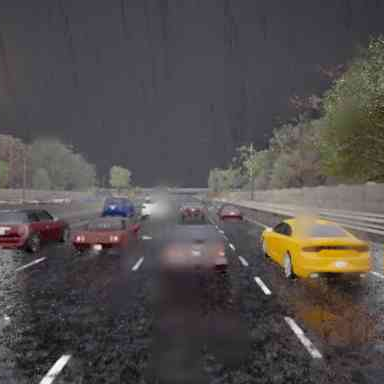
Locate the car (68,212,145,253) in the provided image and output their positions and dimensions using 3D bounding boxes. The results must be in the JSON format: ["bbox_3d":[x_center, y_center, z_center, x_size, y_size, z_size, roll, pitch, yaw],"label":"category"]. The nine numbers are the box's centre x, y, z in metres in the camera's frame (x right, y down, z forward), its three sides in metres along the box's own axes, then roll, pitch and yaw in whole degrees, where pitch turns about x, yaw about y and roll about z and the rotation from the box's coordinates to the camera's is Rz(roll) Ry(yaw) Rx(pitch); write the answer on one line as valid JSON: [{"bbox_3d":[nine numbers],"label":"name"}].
[{"bbox_3d":[-3.404,1.732,14.241,1.895,1.301,4.718,0,-1,0],"label":"car"}]

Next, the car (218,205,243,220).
[{"bbox_3d":[3.491,1.846,30.939,1.994,1.385,4.181,0,-1,0],"label":"car"}]

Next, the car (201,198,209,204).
[{"bbox_3d":[3.476,2.362,87.684,1.837,1.490,4.892,0,-1,0],"label":"car"}]

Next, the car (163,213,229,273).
[{"bbox_3d":[0.098,1.648,10.923,2.033,1.411,5.357,0,-1,0],"label":"car"}]

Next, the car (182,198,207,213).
[{"bbox_3d":[0.091,1.649,32.143,2.097,1.767,4.553,0,-1,0],"label":"car"}]

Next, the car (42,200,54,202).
[{"bbox_3d":[-28.017,2.181,64.406,1.895,1.301,4.718,0,-1,0],"label":"car"}]

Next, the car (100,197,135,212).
[{"bbox_3d":[-6.911,1.514,31.721,2.150,2.045,5.566,0,-1,0],"label":"car"}]

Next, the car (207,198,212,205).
[{"bbox_3d":[3.479,2.240,76.948,1.837,1.490,4.892,0,-1,0],"label":"car"}]

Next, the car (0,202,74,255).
[{"bbox_3d":[-6.907,1.482,14.133,2.097,1.767,4.553,0,-1,0],"label":"car"}]

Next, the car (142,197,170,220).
[{"bbox_3d":[-3.405,1.514,31.681,2.150,2.045,5.566,0,-1,0],"label":"car"}]

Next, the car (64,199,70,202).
[{"bbox_3d":[-24.518,2.173,66.323,1.994,1.385,4.181,0,-1,0],"label":"car"}]

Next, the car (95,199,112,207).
[{"bbox_3d":[-17.518,2.161,66.336,2.033,1.411,5.357,0,-1,0],"label":"car"}]

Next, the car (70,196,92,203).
[{"bbox_3d":[-21.018,1.810,64.520,2.150,2.045,5.566,0,0,0],"label":"car"}]

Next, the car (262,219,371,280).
[{"bbox_3d":[3.498,1.570,10.308,1.882,1.535,5.008,0,-1,0],"label":"car"}]
